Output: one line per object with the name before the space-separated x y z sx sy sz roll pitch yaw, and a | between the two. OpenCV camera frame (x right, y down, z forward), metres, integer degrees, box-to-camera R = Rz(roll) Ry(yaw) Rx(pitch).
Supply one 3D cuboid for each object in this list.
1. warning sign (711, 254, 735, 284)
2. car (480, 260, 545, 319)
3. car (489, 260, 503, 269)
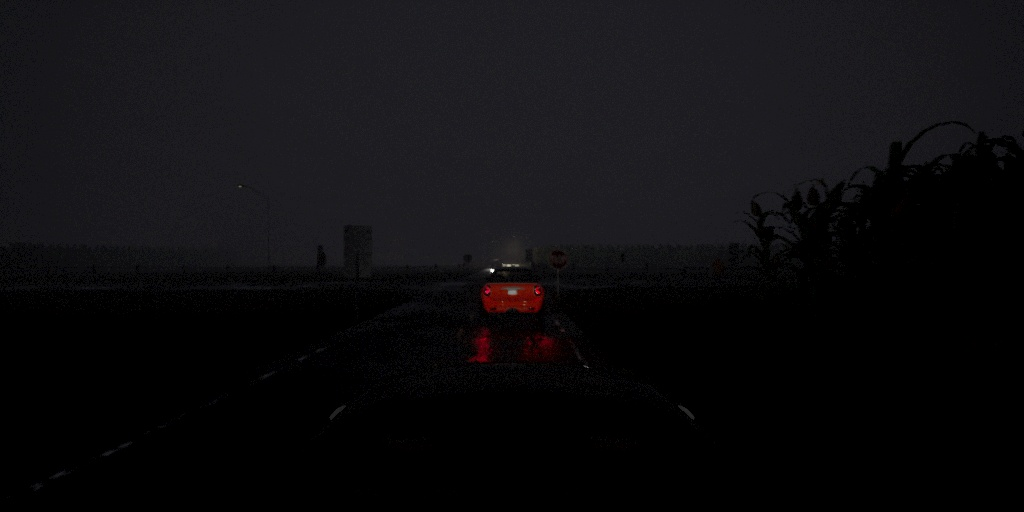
warning sign | 14.073 0.975 24.434 1.060 1.860 1.300 0 0 -6
car | 0.034 1.151 13.261 2.097 1.767 4.553 0 0 0
car | -2.754 1.471 63.483 2.128 1.511 4.902 0 0 1
